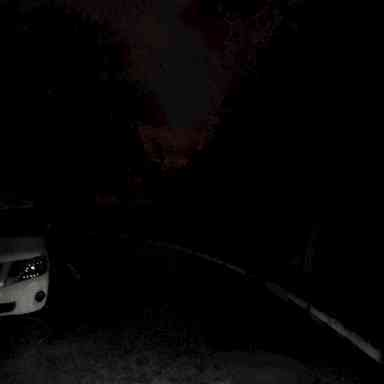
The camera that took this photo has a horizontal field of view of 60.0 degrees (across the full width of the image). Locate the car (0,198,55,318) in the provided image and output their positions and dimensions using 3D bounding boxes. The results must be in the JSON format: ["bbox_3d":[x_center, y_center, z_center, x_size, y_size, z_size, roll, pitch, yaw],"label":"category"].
[{"bbox_3d":[-4.306,1.188,7.203,2.150,2.045,5.566,1,0,-25],"label":"car"}]
